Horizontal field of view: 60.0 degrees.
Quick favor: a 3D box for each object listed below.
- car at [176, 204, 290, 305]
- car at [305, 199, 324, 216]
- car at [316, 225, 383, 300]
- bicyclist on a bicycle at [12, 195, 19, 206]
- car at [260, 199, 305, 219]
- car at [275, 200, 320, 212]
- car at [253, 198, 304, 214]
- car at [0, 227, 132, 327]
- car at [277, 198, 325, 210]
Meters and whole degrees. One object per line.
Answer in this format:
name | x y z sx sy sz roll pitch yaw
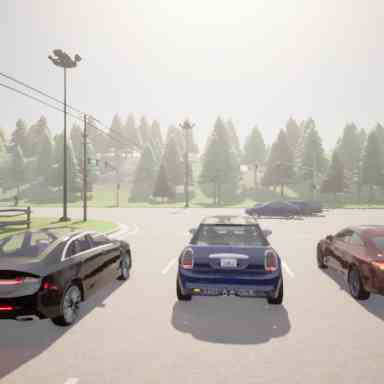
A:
car | 0.949 1.351 8.375 2.097 1.767 4.553 0 0 7
car | 9.615 1.545 31.812 5.357 1.411 2.033 0 0 7
car | 4.447 1.525 8.138 1.812 1.442 4.674 0 0 7
bicyclist on a bicycle | -27.031 1.299 50.995 0.582 1.620 1.656 0 0 7
car | 6.915 1.524 28.624 4.674 1.442 1.812 0 0 7
car | 12.127 1.598 38.552 4.718 1.301 1.895 0 0 7
car | 9.107 1.475 35.404 5.008 1.535 1.882 0 0 7
car | -2.734 1.491 7.094 2.128 1.511 4.902 0 0 7
car | 13.644 1.544 41.889 5.357 1.411 2.033 0 0 7
